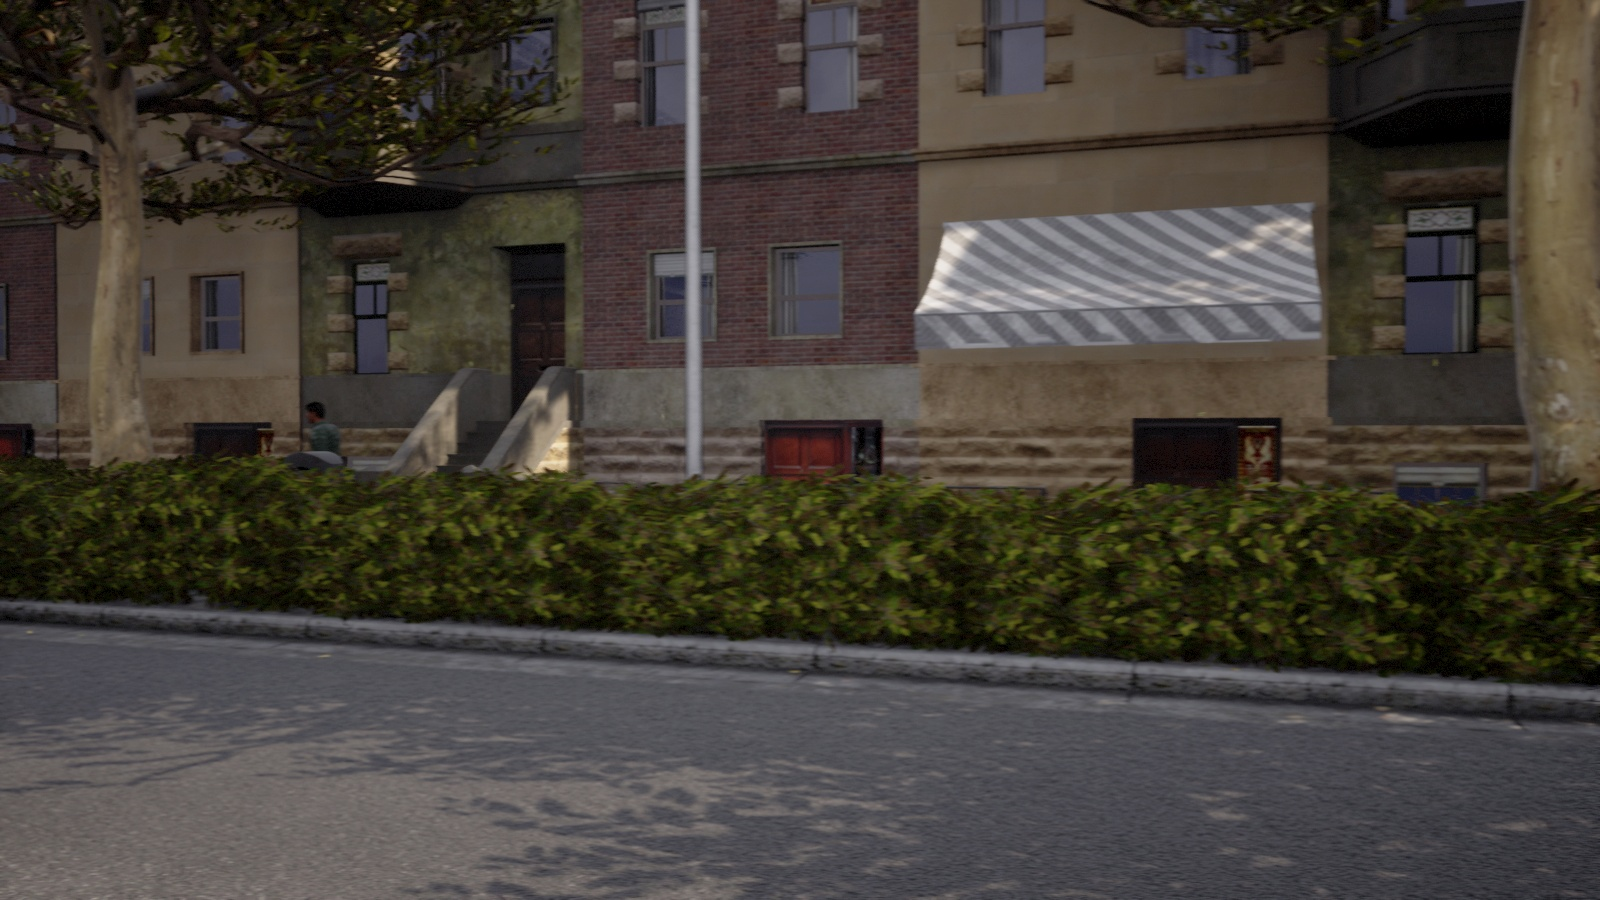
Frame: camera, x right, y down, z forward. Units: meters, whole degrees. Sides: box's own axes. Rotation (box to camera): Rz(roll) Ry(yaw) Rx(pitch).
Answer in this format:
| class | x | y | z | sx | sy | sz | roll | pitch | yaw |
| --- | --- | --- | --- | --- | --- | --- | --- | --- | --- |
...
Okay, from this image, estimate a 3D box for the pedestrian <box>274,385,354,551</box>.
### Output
| class | x | y | z | sx | sy | sz | roll | pitch | yaw |
| --- | --- | --- | --- | --- | --- | --- | --- | --- | --- |
| pedestrian | -5.799 | 0.203 | 15.006 | 0.788 | 1.949 | 0.423 | 0 | 1 | 11 |
